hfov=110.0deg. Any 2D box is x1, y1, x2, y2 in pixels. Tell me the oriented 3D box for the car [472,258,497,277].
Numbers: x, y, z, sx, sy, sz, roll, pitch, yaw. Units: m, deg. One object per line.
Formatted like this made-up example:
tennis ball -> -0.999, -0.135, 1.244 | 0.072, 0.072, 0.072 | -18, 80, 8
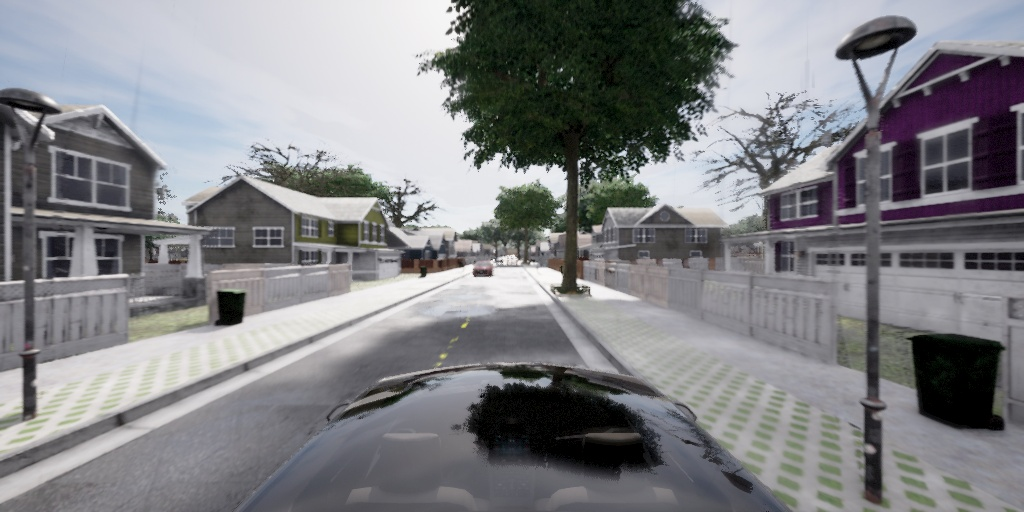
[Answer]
car -> -2.829, 1.235, 35.891 | 1.882, 1.535, 5.008 | 0, 0, 0
